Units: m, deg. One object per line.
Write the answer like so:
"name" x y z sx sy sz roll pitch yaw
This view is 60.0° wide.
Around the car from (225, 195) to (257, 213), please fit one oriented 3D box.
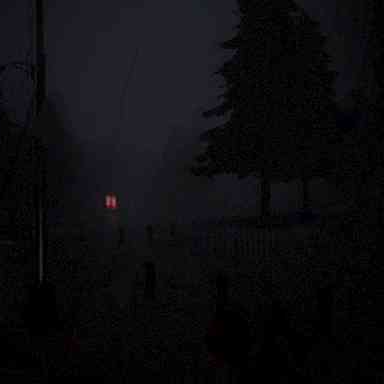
"car" 6.186 1.449 41.471 2.150 2.045 5.566 -1 -1 35
